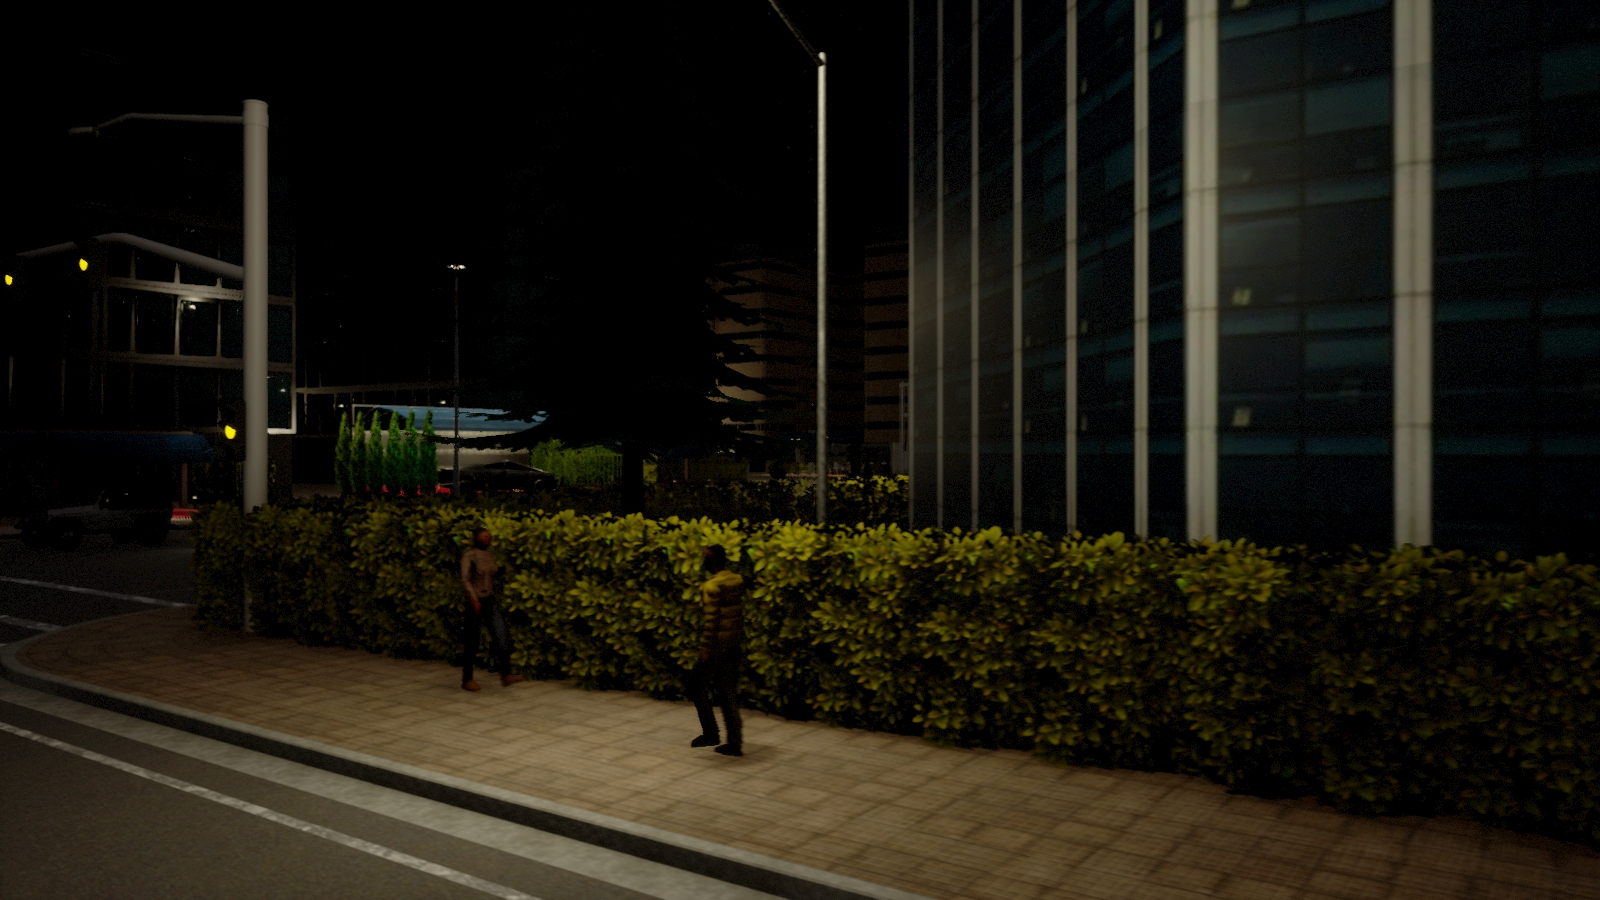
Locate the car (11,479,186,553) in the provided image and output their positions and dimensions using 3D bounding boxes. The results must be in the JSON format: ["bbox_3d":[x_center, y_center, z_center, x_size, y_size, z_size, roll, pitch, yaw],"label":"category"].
[{"bbox_3d":[-20.206,1.846,33.052,1.905,1.878,3.866,0,0,35],"label":"car"}]

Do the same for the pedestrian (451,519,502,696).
[{"bbox_3d":[-3.521,1.693,12.439,0.375,1.860,0.375,0,0,32],"label":"pedestrian"}]

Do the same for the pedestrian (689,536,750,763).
[{"bbox_3d":[-0.692,1.693,9.825,0.375,1.860,0.375,0,0,34],"label":"pedestrian"}]
